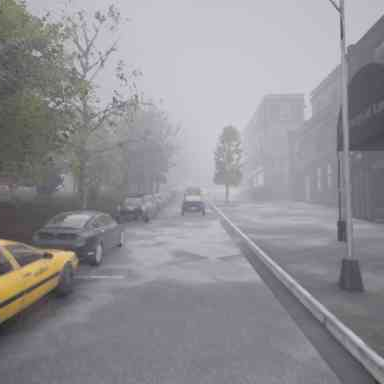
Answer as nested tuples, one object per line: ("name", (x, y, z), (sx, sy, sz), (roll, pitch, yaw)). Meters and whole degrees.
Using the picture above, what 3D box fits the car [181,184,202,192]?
("car", (0.104, 0.299, 43.303), (2.150, 2.045, 5.566), (0, 2, 0))

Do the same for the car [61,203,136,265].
("car", (-3.633, 1.387, 11.424), (2.231, 1.521, 4.892), (1, 1, 2))

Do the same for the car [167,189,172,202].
("car", (-3.650, 0.821, 33.722), (2.231, 1.521, 4.892), (0, 2, 2))

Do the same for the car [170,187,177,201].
("car", (-3.642, 0.501, 45.051), (1.946, 1.575, 5.366), (0, 2, 2))

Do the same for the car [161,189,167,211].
("car", (-3.652, 0.848, 28.124), (2.185, 1.767, 4.553), (0, 2, 2))

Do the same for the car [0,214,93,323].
("car", (-3.630, 1.442, 5.684), (1.946, 1.575, 5.366), (1, 1, 2))

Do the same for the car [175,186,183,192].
("car", (-3.644, -0.933, 94.976), (2.097, 1.535, 5.008), (0, 2, 2))

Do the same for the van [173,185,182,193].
("van", (-3.641, -0.844, 83.956), (1.878, 1.987, 4.442), (0, 2, 2))

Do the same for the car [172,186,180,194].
("car", (-3.647, 0.222, 56.034), (2.163, 1.488, 4.792), (0, 2, 2))

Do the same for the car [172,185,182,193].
("car", (-3.646, -0.291, 72.704), (2.097, 1.535, 5.008), (0, 2, 2))

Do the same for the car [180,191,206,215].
("car", (0.103, 0.996, 27.216), (1.882, 1.535, 5.008), (0, 2, 0))

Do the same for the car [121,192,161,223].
("car", (-3.652, 1.000, 22.555), (2.185, 1.767, 4.553), (0, 2, 2))
